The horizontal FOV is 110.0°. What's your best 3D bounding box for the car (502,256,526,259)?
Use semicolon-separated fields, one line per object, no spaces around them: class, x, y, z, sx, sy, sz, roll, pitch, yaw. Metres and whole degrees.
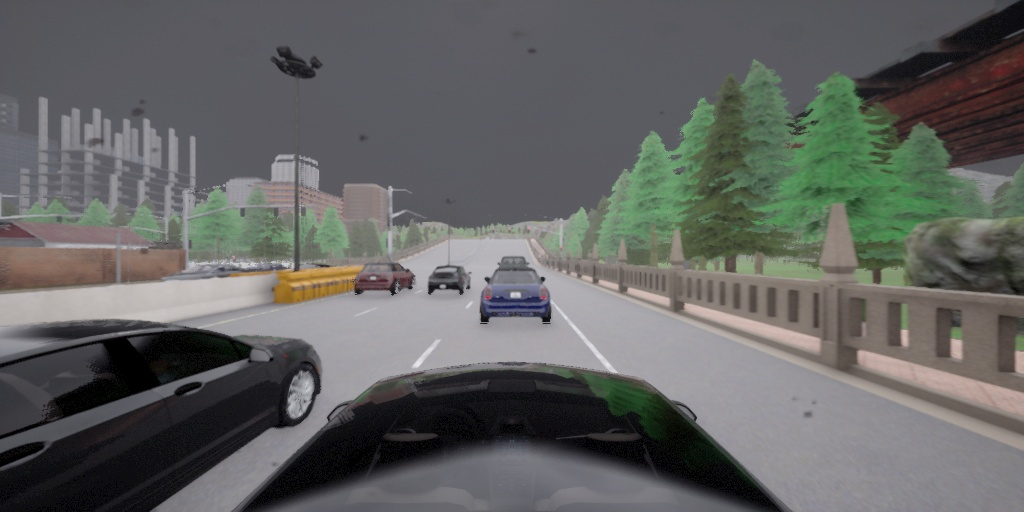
car;0.107;0.990;25.696;2.150;2.045;5.566;0;0;0

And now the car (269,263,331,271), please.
car;-14.050;1.276;24.821;1.837;1.490;4.892;0;-1;0

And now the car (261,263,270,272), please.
car;-21.005;1.325;30.702;2.033;1.411;5.357;0;0;-3

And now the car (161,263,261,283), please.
car;-17.573;1.258;20.863;2.128;1.511;4.902;0;0;0

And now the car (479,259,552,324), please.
car;0.102;1.111;12.216;2.097;1.767;4.553;0;0;0

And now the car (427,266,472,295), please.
car;-3.395;1.269;20.045;1.837;1.490;4.892;0;0;0

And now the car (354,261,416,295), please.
car;-6.894;1.118;19.937;2.097;1.767;4.553;0;0;0

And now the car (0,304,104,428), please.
car;-6.900;1.352;2.874;1.895;1.301;4.718;0;0;0

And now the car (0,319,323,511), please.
car;-3.400;1.256;2.767;1.837;1.490;4.892;0;0;0
